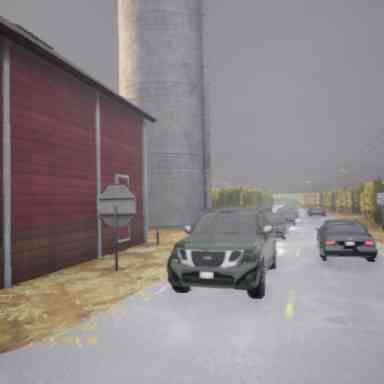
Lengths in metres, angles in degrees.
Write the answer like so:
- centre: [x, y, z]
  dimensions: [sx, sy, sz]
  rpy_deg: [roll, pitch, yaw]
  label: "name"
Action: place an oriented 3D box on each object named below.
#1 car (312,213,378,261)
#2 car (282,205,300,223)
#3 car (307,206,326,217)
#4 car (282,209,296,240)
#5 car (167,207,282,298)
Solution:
- centre: [6.051, 1.804, 13.364]
  dimensions: [2.033, 1.411, 5.357]
  rpy_deg: [-2, -2, 19]
  label: "car"
- centre: [8.464, 2.184, 30.077]
  dimensions: [1.837, 1.490, 4.892]
  rpy_deg: [-2, -2, 19]
  label: "car"
- centre: [16.169, 2.446, 43.267]
  dimensions: [1.994, 1.385, 4.181]
  rpy_deg: [-2, -2, 15]
  label: "car"
- centre: [4.987, 2.031, 20.455]
  dimensions: [2.033, 1.411, 5.357]
  rpy_deg: [-2, -2, 20]
  label: "car"
- centre: [1.196, 1.487, 9.705]
  dimensions: [2.150, 2.045, 5.566]
  rpy_deg: [-2, -2, 19]
  label: "car"
